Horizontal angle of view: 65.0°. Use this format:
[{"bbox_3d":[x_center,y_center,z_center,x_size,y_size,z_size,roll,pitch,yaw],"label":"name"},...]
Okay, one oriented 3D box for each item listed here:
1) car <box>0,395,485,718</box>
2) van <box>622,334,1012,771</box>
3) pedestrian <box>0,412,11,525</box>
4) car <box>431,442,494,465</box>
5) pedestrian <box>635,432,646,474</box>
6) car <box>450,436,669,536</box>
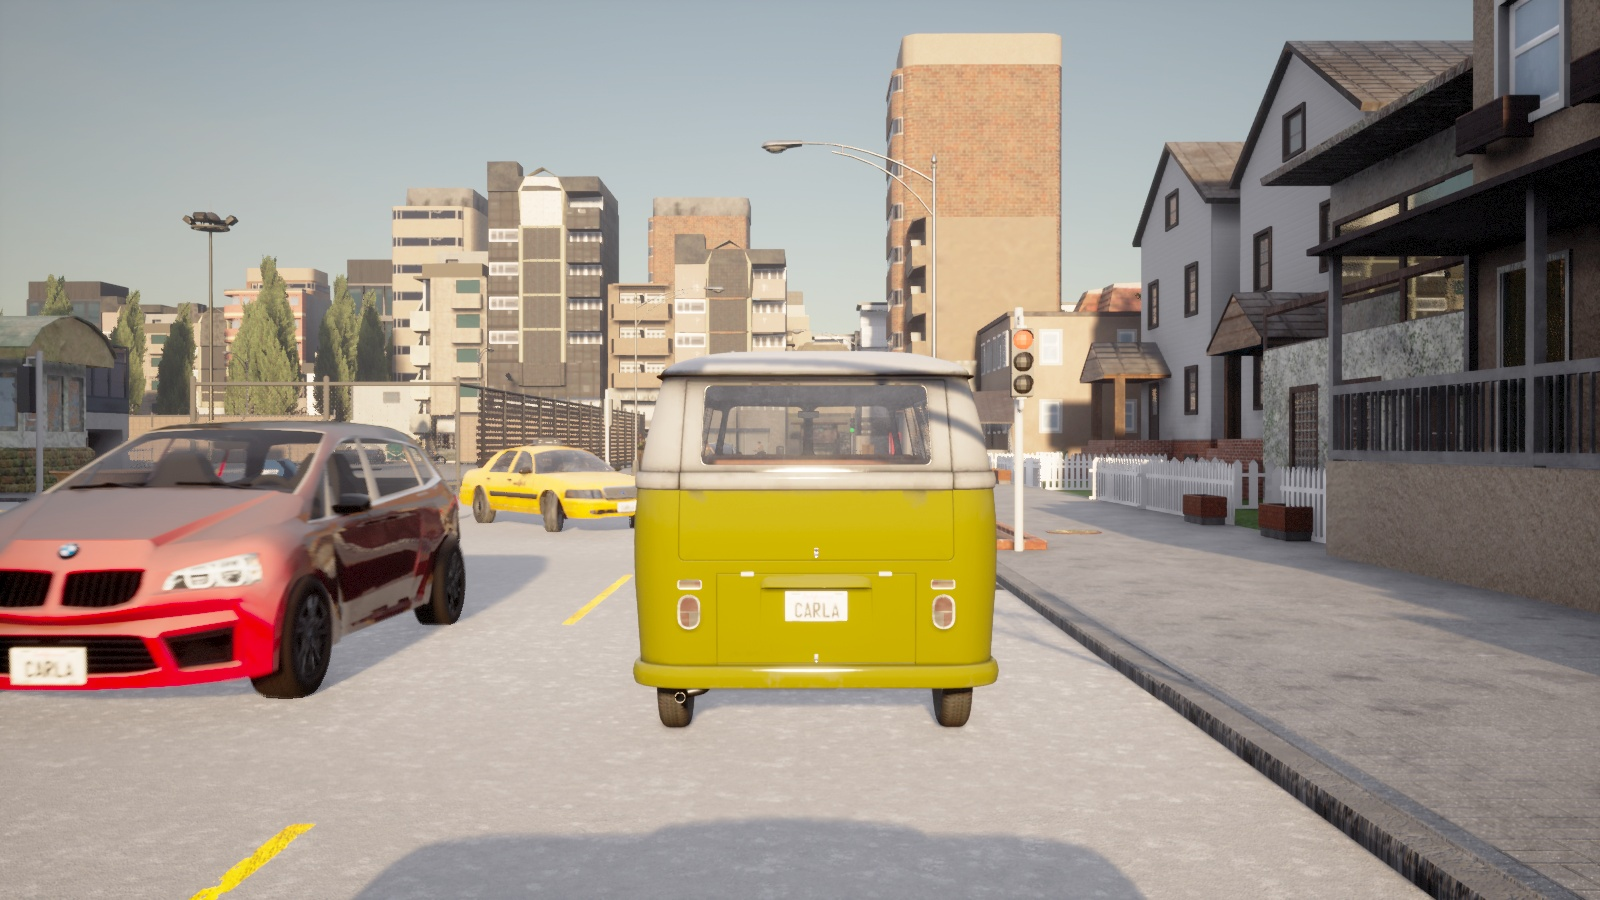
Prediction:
[{"bbox_3d":[-3.928,0.538,8.805,2.242,1.667,4.611,0,0,1],"label":"car"},{"bbox_3d":[0.070,0.454,7.932,1.775,1.987,4.442,0,0,0],"label":"van"},{"bbox_3d":[-14.222,0.317,21.811,0.788,1.949,0.423,0,0,-16],"label":"pedestrian"},{"bbox_3d":[-22.380,0.236,83.458,3.705,1.549,1.789,0,0,0],"label":"car"},{"bbox_3d":[-7.383,0.122,58.147,0.395,1.930,0.692,0,0,0],"label":"pedestrian"},{"bbox_3d":[-4.480,0.554,22.678,1.801,1.575,5.366,-1,1,-35],"label":"car"}]
